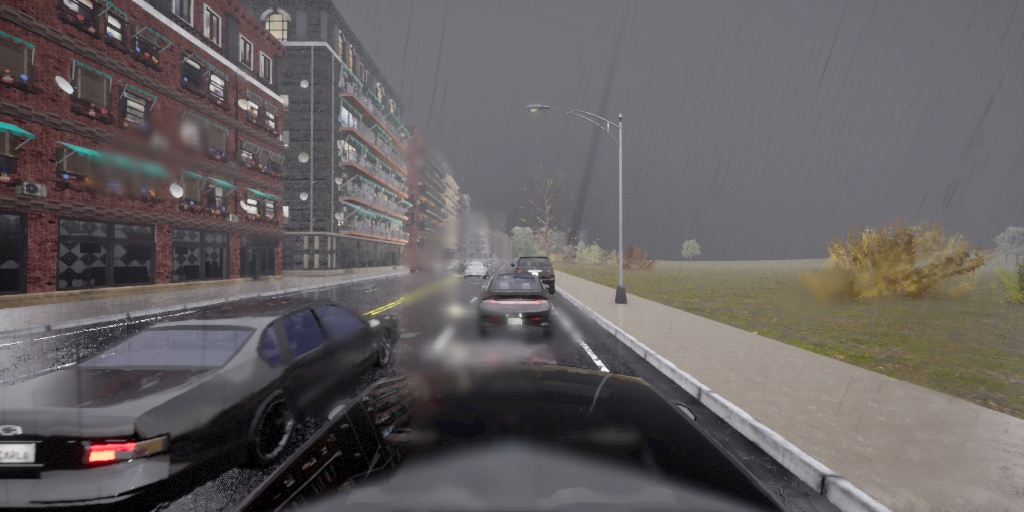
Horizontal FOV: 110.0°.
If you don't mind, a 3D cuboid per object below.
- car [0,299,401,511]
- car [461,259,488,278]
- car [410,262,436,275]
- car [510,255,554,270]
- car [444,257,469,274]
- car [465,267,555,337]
[{"bbox_3d":[-3.153,1.297,4.775,2.033,1.411,5.357,0,0,0],"label":"car"},{"bbox_3d":[-3.189,1.278,32.602,1.812,1.442,4.674,0,0,-1],"label":"car"},{"bbox_3d":[-9.887,1.352,40.040,1.895,1.301,4.718,0,0,0],"label":"car"},{"bbox_3d":[1.120,0.977,20.174,2.150,2.045,5.566,0,0,0],"label":"car"},{"bbox_3d":[-6.638,1.243,41.545,2.128,1.511,4.902,0,0,0],"label":"car"},{"bbox_3d":[0.092,1.243,10.303,2.128,1.511,4.902,0,0,0],"label":"car"}]
